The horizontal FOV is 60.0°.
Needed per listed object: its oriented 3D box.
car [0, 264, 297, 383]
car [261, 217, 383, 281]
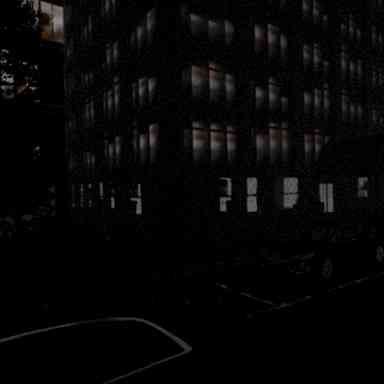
[{"bbox_3d":[-1.627,1.507,2.218,4.892,1.490,1.837,-1,1,-36],"label":"car"},{"bbox_3d":[3.802,1.420,9.305,4.403,1.369,2.008,-1,0,-36],"label":"car"}]
